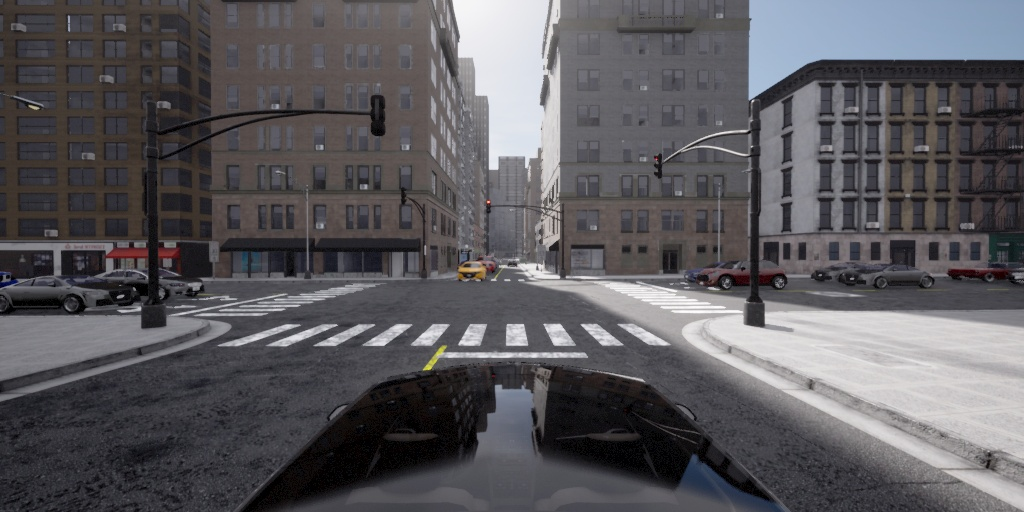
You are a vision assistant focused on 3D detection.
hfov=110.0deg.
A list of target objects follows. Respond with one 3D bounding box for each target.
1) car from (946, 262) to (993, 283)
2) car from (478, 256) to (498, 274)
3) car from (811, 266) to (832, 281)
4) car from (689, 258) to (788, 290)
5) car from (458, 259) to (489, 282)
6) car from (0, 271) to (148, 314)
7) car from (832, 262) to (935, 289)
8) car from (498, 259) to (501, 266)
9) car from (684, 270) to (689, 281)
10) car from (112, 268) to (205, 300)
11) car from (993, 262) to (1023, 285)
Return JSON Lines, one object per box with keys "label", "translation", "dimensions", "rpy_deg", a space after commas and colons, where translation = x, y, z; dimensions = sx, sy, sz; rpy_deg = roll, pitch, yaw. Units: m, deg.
{"label": "car", "translation": [32.843, 1.073, 24.408], "dimensions": [4.718, 1.301, 1.895], "rpy_deg": [0, 1, 0]}
{"label": "car", "translation": [-3.112, 0.974, 42.502], "dimensions": [2.150, 2.045, 5.566], "rpy_deg": [0, 1, 0]}
{"label": "car", "translation": [22.923, 1.106, 24.375], "dimensions": [4.181, 1.385, 1.994], "rpy_deg": [0, 1, -1]}
{"label": "car", "translation": [13.349, 0.994, 21.048], "dimensions": [4.553, 1.767, 2.097], "rpy_deg": [0, 1, -1]}
{"label": "car", "translation": [-3.113, 1.198, 28.441], "dimensions": [1.882, 1.535, 5.008], "rpy_deg": [0, -1, 0]}
{"label": "car", "translation": [-17.525, 1.441, 14.215], "dimensions": [4.181, 1.385, 1.994], "rpy_deg": [0, 1, 0]}
{"label": "car", "translation": [21.992, 1.148, 21.115], "dimensions": [4.181, 1.385, 1.994], "rpy_deg": [0, 1, -1]}
{"label": "car", "translation": [-3.121, 1.372, 56.090], "dimensions": [1.895, 1.301, 4.718], "rpy_deg": [0, 0, 0]}
{"label": "car", "translation": [14.176, 1.127, 24.324], "dimensions": [4.674, 1.442, 1.812], "rpy_deg": [0, 1, 0]}
{"label": "car", "translation": [-17.794, 1.335, 17.474], "dimensions": [4.902, 1.511, 2.128], "rpy_deg": [0, 1, 1]}
{"label": "car", "translation": [32.389, 1.001, 21.155], "dimensions": [4.902, 1.511, 2.128], "rpy_deg": [-1, 1, 0]}
